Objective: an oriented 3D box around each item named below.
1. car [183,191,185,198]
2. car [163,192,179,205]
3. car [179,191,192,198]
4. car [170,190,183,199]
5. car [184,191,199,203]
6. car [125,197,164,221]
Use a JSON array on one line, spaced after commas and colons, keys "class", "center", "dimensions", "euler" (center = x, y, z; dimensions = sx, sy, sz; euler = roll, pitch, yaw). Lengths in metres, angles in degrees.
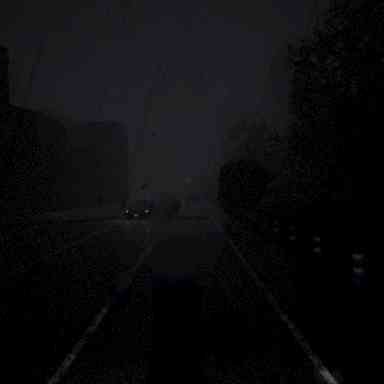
[{"class": "car", "center": [-0.244, 0.960, 66.883], "dimensions": [1.994, 1.385, 4.181], "euler": [-1, 2, -7]}, {"class": "car", "center": [-3.287, 1.136, 46.774], "dimensions": [1.882, 1.535, 5.008], "euler": [0, 0, 0]}, {"class": "car", "center": [-1.525, 0.543, 76.567], "dimensions": [1.882, 1.535, 5.008], "euler": [-2, 2, -16]}, {"class": "car", "center": [-3.386, 0.683, 65.234], "dimensions": [2.150, 2.045, 5.566], "euler": [0, 1, -3]}, {"class": "car", "center": [0.095, 0.930, 57.947], "dimensions": [2.097, 1.767, 4.553], "euler": [0, 1, -1]}, {"class": "car", "center": [-3.659, 1.335, 25.407], "dimensions": [1.812, 1.442, 4.674], "euler": [0, 0, 6]}]
